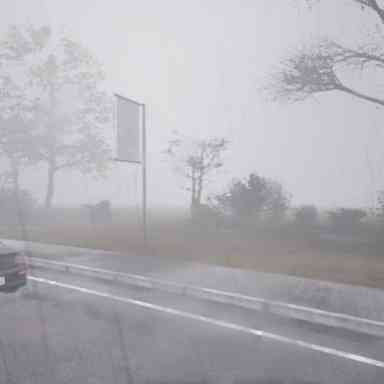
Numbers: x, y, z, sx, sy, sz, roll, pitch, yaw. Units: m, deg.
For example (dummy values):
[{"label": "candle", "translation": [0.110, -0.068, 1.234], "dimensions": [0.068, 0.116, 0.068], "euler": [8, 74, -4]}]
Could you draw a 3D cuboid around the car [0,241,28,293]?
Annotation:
[{"label": "car", "translation": [-5.585, 1.504, 7.369], "dimensions": [4.674, 1.442, 1.812], "euler": [0, 0, 31]}]
